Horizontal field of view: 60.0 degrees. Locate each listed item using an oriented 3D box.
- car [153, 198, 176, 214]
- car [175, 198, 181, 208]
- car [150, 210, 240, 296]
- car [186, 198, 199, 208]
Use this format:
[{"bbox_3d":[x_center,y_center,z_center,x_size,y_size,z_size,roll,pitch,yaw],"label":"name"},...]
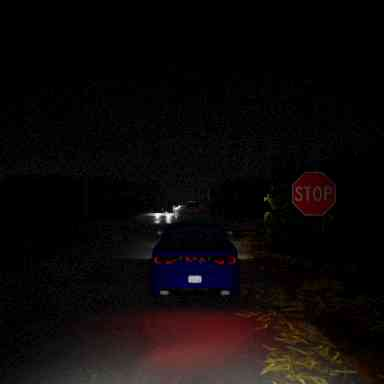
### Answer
[{"bbox_3d":[-3.193,1.714,38.024,1.994,1.385,4.181,0,0,0],"label":"car"},{"bbox_3d":[-3.184,1.696,52.622,1.837,1.490,4.892,0,-1,0],"label":"car"},{"bbox_3d":[0.071,1.475,8.704,1.882,1.535,5.008,0,0,0],"label":"car"},{"bbox_3d":[0.103,1.664,51.304,2.128,1.511,4.902,0,-1,0],"label":"car"}]
